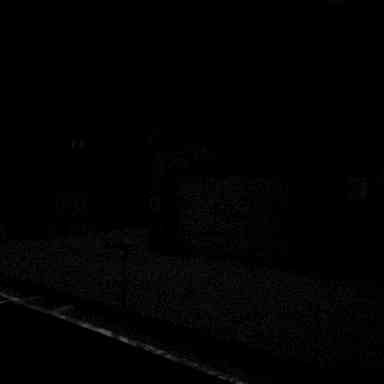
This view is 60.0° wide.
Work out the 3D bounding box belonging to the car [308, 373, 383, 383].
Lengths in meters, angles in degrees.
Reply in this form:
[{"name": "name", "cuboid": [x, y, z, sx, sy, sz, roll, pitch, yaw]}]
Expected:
[{"name": "car", "cuboid": [2.372, 1.551, 1.119, 4.403, 1.369, 2.008, 0, 0, 36]}]
